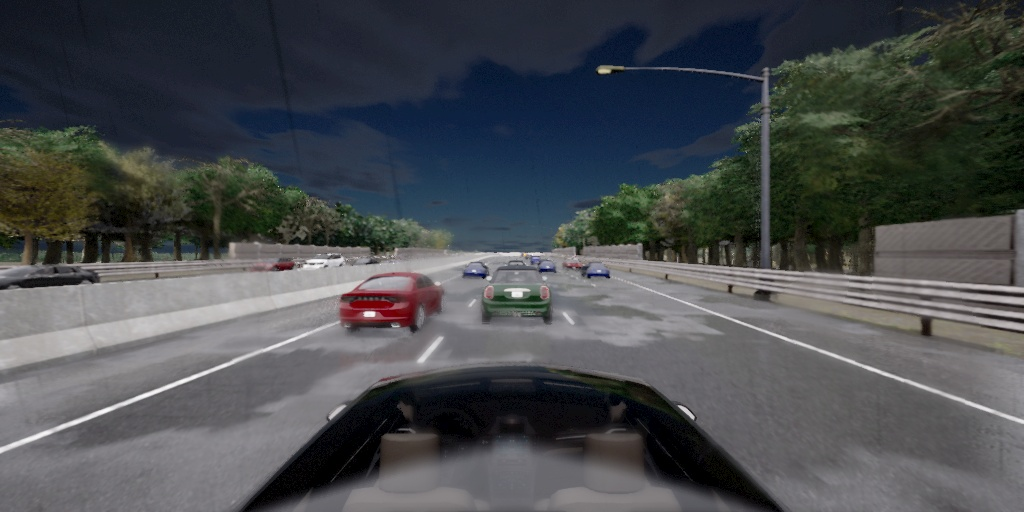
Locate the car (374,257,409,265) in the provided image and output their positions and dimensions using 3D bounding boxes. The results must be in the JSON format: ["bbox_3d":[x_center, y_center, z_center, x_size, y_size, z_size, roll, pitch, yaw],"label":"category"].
[{"bbox_3d":[-13.723,1.116,41.313,1.895,1.301,4.718,0,1,1],"label":"car"}]

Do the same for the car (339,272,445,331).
[{"bbox_3d":[-3.347,1.221,10.951,1.882,1.535,5.008,0,0,0],"label":"car"}]

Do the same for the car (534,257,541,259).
[{"bbox_3d":[3.856,1.091,40.235,1.994,1.385,4.181,0,1,1],"label":"car"}]

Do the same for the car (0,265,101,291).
[{"bbox_3d":[-23.765,1.227,17.868,1.837,1.490,4.892,0,0,-2],"label":"car"}]

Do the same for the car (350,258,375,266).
[{"bbox_3d":[-17.208,0.982,42.185,1.882,1.535,5.008,0,1,1],"label":"car"}]

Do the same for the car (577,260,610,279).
[{"bbox_3d":[7.174,1.190,31.235,1.994,1.385,4.181,0,1,2],"label":"car"}]

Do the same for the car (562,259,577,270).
[{"bbox_3d":[7.460,1.064,44.977,1.895,1.301,4.718,0,1,1],"label":"car"}]

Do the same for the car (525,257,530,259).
[{"bbox_3d":[0.359,1.131,31.308,1.837,1.490,4.892,0,1,1],"label":"car"}]

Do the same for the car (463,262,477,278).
[{"bbox_3d":[-3.136,1.185,31.798,1.994,1.385,4.181,0,1,1],"label":"car"}]

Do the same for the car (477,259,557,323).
[{"bbox_3d":[0.165,1.093,12.191,2.097,1.767,4.553,0,0,0],"label":"car"}]

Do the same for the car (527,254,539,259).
[{"bbox_3d":[4.092,0.743,61.964,1.812,1.442,4.674,0,1,1],"label":"car"}]

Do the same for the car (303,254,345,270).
[{"bbox_3d":[-20.740,0.755,39.917,2.150,2.045,5.566,0,1,1],"label":"car"}]

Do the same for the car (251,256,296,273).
[{"bbox_3d":[-24.237,0.928,36.605,2.097,1.767,4.553,0,1,0],"label":"car"}]
